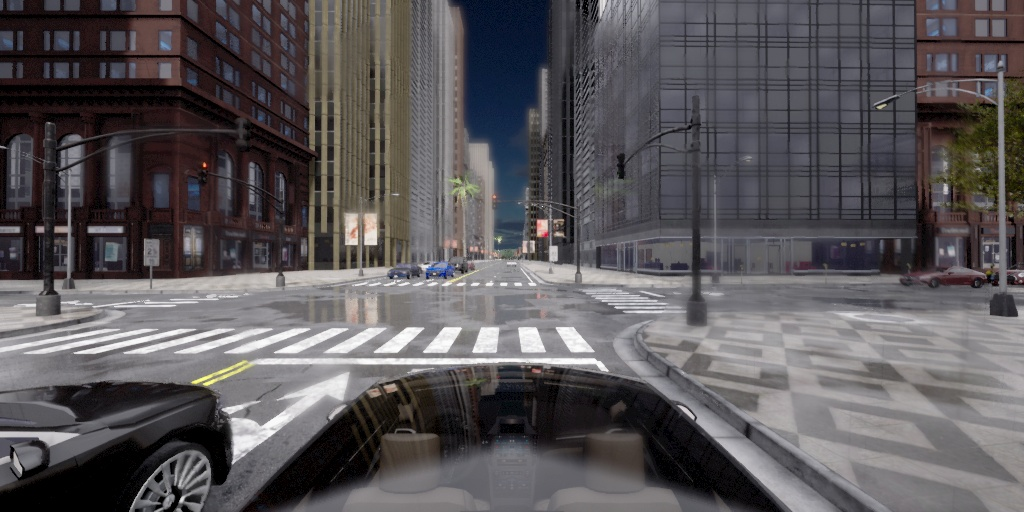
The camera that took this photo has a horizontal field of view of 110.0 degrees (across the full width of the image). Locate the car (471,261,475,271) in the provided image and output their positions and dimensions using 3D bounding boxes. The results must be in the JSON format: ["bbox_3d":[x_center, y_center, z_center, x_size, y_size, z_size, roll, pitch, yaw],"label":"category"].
[{"bbox_3d":[-6.657,1.411,53.946,1.812,1.442,4.674,0,0,0],"label":"car"}]

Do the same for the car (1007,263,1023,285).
[{"bbox_3d":[32.073,1.117,22.090,4.097,1.591,1.967,0,0,-1],"label":"car"}]

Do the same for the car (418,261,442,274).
[{"bbox_3d":[-9.913,1.371,43.705,1.812,1.442,4.674,0,0,0],"label":"car"}]

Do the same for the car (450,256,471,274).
[{"bbox_3d":[-6.659,1.067,43.656,2.150,2.045,5.566,0,0,0],"label":"car"}]

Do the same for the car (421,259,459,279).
[{"bbox_3d":[-6.643,1.291,33.548,1.882,1.535,5.008,0,0,2],"label":"car"}]

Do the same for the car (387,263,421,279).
[{"bbox_3d":[-9.863,1.361,33.518,2.033,1.411,5.357,0,0,3],"label":"car"}]

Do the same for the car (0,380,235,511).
[{"bbox_3d":[-3.138,1.241,0.908,2.128,1.511,4.902,0,0,-1],"label":"car"}]

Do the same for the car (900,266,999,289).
[{"bbox_3d":[26.435,1.275,21.994,4.207,1.307,1.802,0,0,-1],"label":"car"}]
